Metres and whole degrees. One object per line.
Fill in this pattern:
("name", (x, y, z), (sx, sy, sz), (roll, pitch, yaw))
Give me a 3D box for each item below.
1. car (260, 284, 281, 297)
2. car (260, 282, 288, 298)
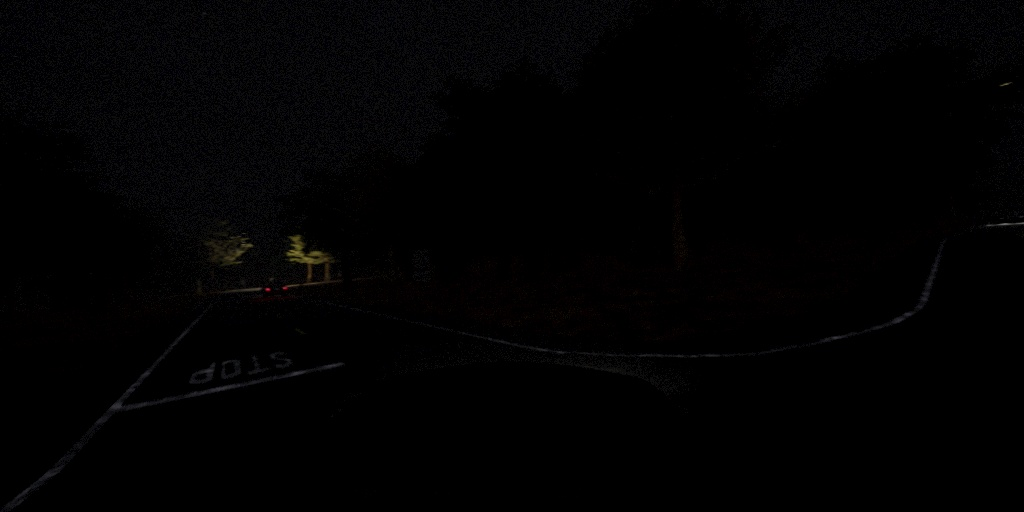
("car", (-30.670, 4.293, 45.488), (1.812, 1.442, 4.674), (-3, -2, -38))
("car", (-26.881, 3.746, 40.670), (2.097, 1.767, 4.553), (-3, -2, -37))
